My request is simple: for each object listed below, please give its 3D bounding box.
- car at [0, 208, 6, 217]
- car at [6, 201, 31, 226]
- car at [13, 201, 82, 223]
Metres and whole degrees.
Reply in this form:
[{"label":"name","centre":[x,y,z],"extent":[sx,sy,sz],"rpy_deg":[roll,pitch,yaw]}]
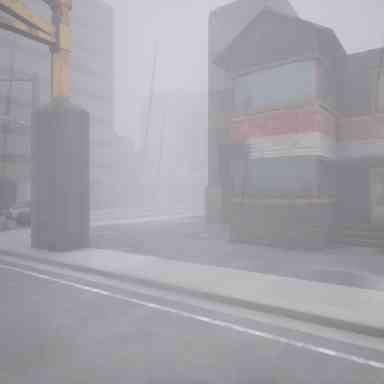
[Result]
[{"label":"car","centre":[-12.867,1.298,25.423],"extent":[4.536,1.218,1.853],"rpy_deg":[0,0,-30]},{"label":"car","centre":[-9.709,1.455,22.724],"extent":[2.038,1.542,4.974],"rpy_deg":[0,0,15]},{"label":"car","centre":[-9.696,1.297,22.774],"extent":[1.853,1.218,4.536],"rpy_deg":[0,0,15]}]
